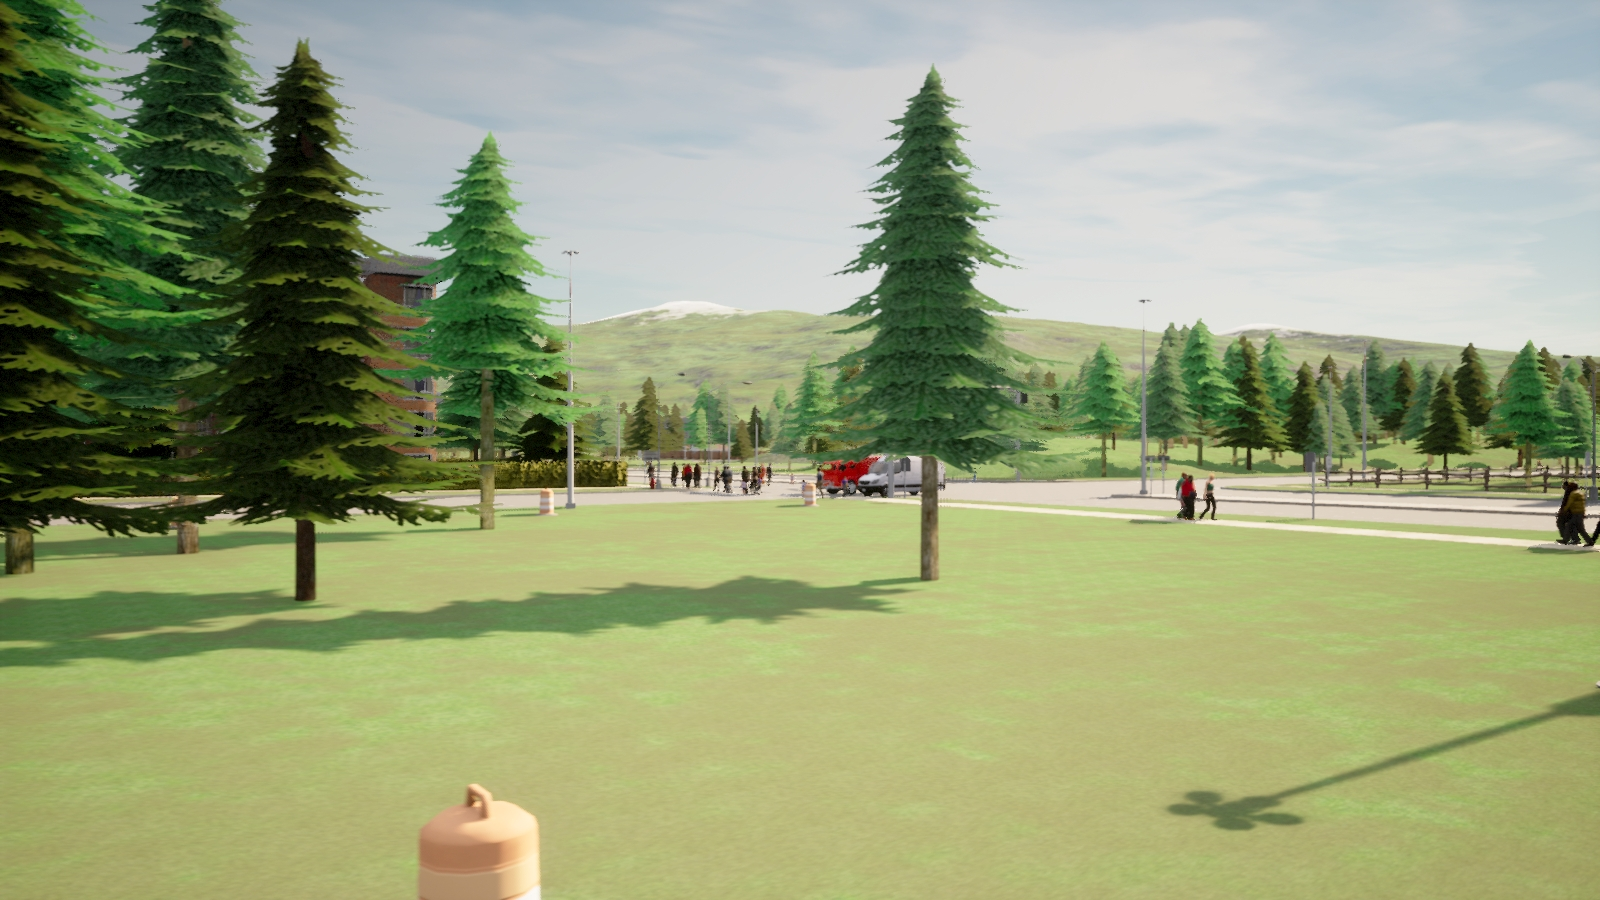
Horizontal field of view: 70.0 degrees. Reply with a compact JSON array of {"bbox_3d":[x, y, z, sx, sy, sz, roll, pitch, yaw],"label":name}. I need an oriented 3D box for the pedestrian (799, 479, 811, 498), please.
[{"bbox_3d":[0.282,2.233,66.510,0.500,1.100,0.500,0,0,-43],"label":"pedestrian"}]

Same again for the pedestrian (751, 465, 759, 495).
[{"bbox_3d":[-2.778,1.853,70.154,0.375,1.860,0.375,0,0,-35],"label":"pedestrian"}]

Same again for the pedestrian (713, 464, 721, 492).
[{"bbox_3d":[-5.471,1.853,75.385,0.375,1.860,0.375,0,0,-24],"label":"pedestrian"}]

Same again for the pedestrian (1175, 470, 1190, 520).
[{"bbox_3d":[14.537,1.702,43.429,0.375,1.860,0.375,0,0,-29],"label":"pedestrian"}]

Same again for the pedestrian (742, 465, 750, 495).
[{"bbox_3d":[-3.373,1.853,71.334,0.375,1.860,0.375,0,0,-40],"label":"pedestrian"}]

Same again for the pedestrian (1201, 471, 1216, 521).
[{"bbox_3d":[15.154,1.700,42.350,0.375,1.860,0.375,0,0,-29],"label":"pedestrian"}]

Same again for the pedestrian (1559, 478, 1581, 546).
[{"bbox_3d":[21.346,1.700,31.675,0.375,1.860,0.375,0,0,-29],"label":"pedestrian"}]

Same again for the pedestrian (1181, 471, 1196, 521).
[{"bbox_3d":[14.433,1.700,42.486,0.375,1.860,0.375,0,0,-30],"label":"pedestrian"}]

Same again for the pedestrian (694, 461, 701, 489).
[{"bbox_3d":[-6.982,1.701,77.691,0.375,1.860,0.375,0,0,-28],"label":"pedestrian"}]

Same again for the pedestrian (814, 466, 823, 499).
[{"bbox_3d":[1.070,1.853,65.395,0.375,1.860,0.375,0,0,-44],"label":"pedestrian"}]

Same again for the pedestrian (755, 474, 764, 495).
[{"bbox_3d":[-2.503,2.133,70.869,0.375,1.300,0.375,0,0,-35],"label":"pedestrian"}]

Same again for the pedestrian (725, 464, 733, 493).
[{"bbox_3d":[-4.656,1.853,74.485,0.375,1.860,0.375,0,0,-34],"label":"pedestrian"}]

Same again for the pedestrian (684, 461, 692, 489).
[{"bbox_3d":[-7.611,1.701,77.656,0.375,1.860,0.375,0,0,-27],"label":"pedestrian"}]

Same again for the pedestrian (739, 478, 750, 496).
[{"bbox_3d":[-3.418,2.278,70.095,0.500,1.100,0.500,0,0,-39],"label":"pedestrian"}]

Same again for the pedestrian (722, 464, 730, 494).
[{"bbox_3d":[-4.743,1.853,73.052,0.375,1.860,0.375,0,0,-35],"label":"pedestrian"}]

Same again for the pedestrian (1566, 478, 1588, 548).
[{"bbox_3d":[20.968,1.700,30.838,0.375,1.860,0.375,0,0,-32],"label":"pedestrian"}]

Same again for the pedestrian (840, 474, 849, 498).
[{"bbox_3d":[2.446,1.981,62.932,0.375,1.300,0.375,0,0,-34],"label":"pedestrian"}]

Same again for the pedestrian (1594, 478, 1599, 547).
[{"bbox_3d":[21.779,1.701,30.889,0.375,1.860,0.375,0,0,-30],"label":"pedestrian"}]
